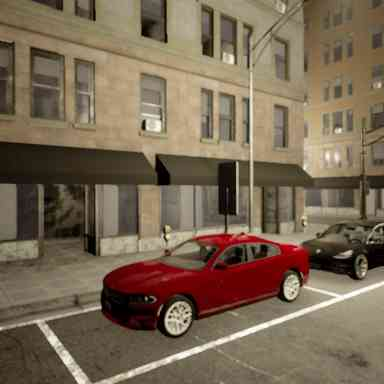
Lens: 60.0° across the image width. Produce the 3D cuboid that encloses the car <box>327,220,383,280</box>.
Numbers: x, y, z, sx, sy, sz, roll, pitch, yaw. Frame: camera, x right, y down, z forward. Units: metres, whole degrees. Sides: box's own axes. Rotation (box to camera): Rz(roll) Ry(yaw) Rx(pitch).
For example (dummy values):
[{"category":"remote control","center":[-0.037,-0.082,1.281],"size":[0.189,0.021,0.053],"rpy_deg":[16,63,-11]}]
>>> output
[{"category":"car","center":[4.899,1.547,9.871],"size":[4.313,1.339,1.947],"rpy_deg":[0,0,-37]}]

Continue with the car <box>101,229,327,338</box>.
[{"category":"car","center":[0.473,1.537,6.588],"size":[4.507,1.381,1.887],"rpy_deg":[0,0,-37]}]
